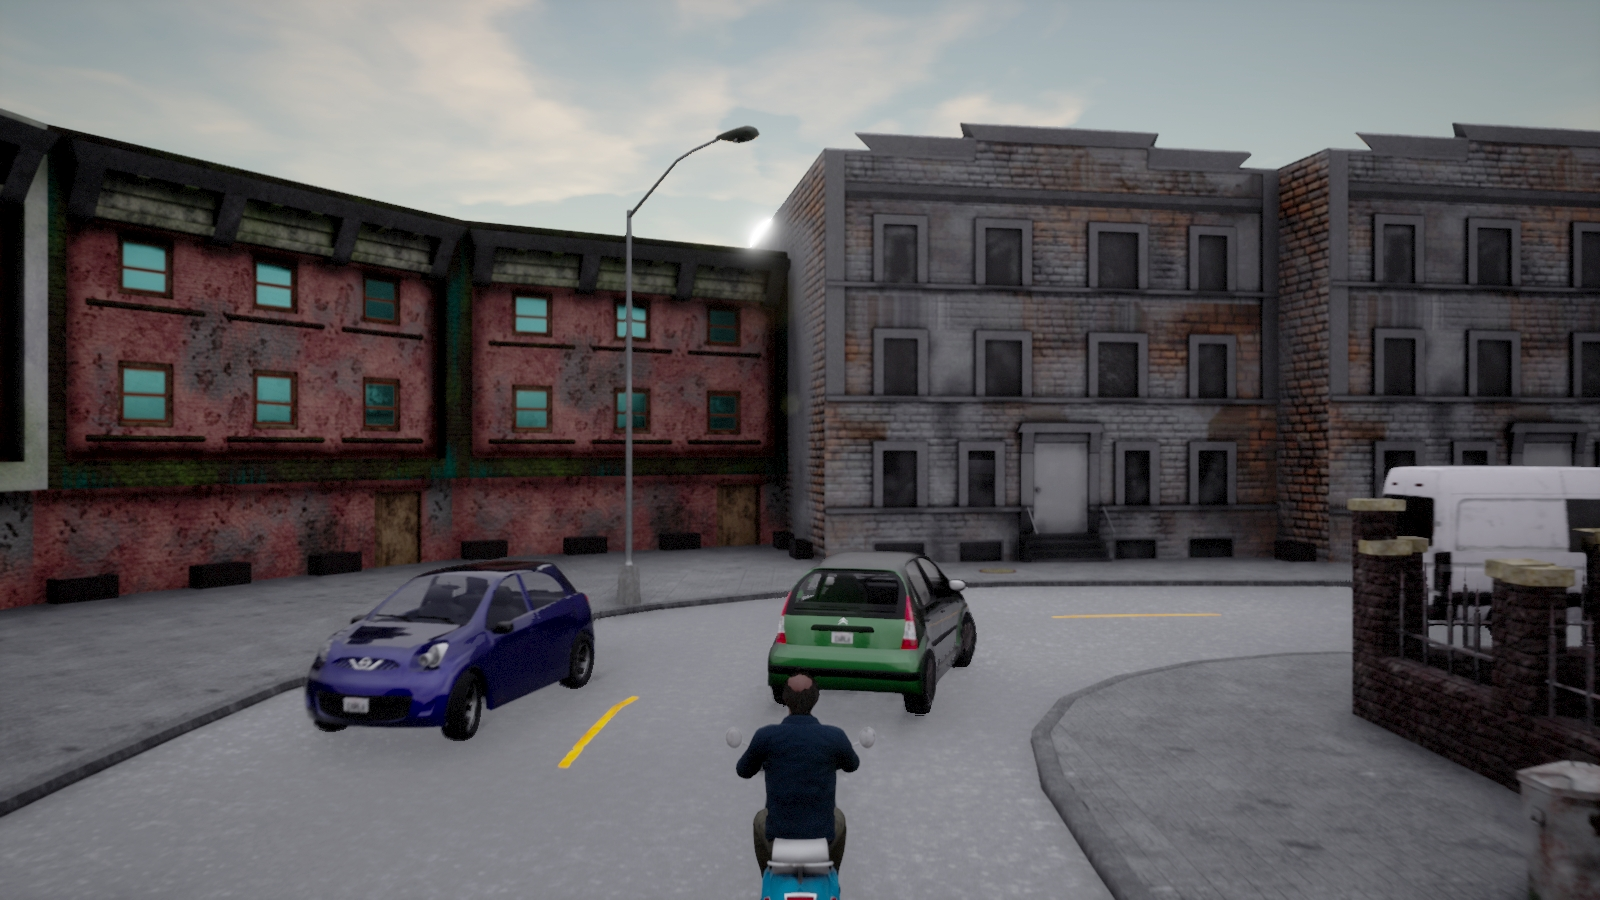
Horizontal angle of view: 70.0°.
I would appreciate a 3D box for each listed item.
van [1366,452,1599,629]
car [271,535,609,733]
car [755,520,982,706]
[{"bbox_3d":[12.158,1.314,17.594,5.915,2.561,1.988,0,0,0],"label":"van"},{"bbox_3d":[-3.670,1.819,12.361,1.845,1.501,3.633,0,0,14],"label":"car"},{"bbox_3d":[0.982,1.781,13.739,1.851,1.617,3.988,0,0,17],"label":"car"}]
